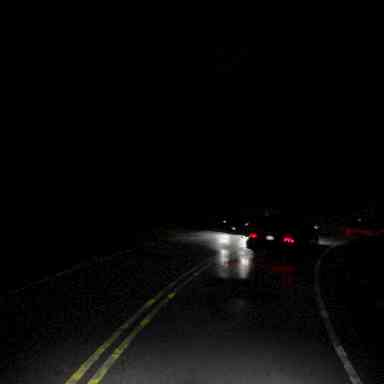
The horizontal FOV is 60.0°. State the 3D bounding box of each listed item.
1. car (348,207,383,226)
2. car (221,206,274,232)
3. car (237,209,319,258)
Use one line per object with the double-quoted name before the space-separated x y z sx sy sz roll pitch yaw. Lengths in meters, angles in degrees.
"car" 13.584 1.869 25.447 1.882 1.535 5.008 4 2 42
"car" 3.807 1.547 19.335 2.033 1.411 5.357 4 1 38
"car" 3.830 1.633 13.394 2.033 1.411 5.357 3 0 29
